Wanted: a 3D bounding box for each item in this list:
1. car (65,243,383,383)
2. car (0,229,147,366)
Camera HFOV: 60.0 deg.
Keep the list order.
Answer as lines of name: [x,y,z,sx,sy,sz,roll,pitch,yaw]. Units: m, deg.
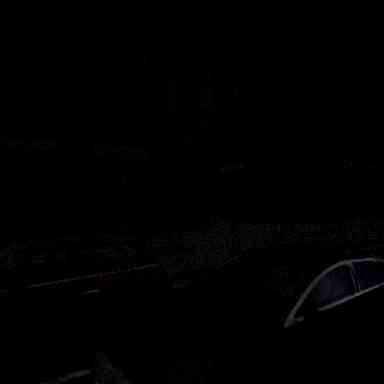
car: [1.233,1.484,4.258,4.902,1.511,2.128,0,0,-36]
car: [-2.322,1.439,4.997,4.097,1.590,1.967,0,0,-35]
